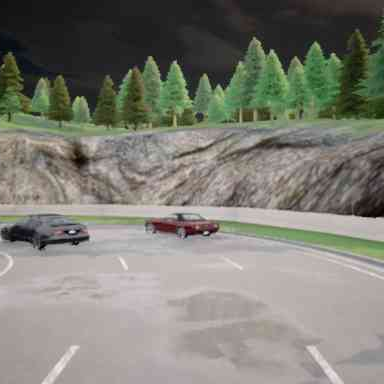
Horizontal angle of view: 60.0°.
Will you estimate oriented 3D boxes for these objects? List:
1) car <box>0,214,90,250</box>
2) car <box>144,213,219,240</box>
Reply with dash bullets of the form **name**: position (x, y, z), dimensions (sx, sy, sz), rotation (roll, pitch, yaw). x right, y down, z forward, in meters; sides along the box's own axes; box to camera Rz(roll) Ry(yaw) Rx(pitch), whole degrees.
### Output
- **car**: position (-6.923, 1.724, 15.390), dimensions (5.357, 1.411, 2.033), rotation (-1, -1, 39)
- **car**: position (-0.745, 1.815, 18.722), dimensions (1.895, 1.301, 4.718), rotation (1, -1, -41)
